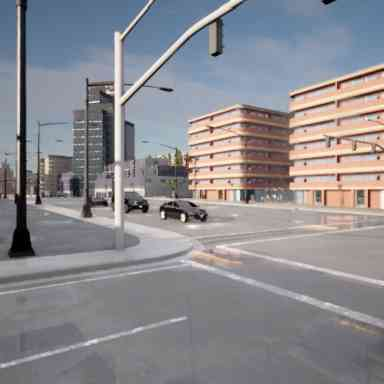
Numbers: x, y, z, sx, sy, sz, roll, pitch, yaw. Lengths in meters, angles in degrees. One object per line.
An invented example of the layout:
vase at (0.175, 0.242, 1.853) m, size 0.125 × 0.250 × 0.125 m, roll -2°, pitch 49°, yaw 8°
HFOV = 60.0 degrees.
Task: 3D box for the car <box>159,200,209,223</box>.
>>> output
car at (-0.706, 1.381, 24.843) m, size 1.837 × 1.490 × 4.892 m, roll 0°, pitch 1°, yaw -34°

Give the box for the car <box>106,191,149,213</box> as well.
car at (-6.269, 0.953, 32.996) m, size 2.150 × 2.045 × 5.566 m, roll 0°, pitch 1°, yaw -34°

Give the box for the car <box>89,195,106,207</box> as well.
car at (-11.936, 1.119, 41.298) m, size 1.994 × 1.385 × 4.181 m, roll 0°, pitch 1°, yaw -34°
